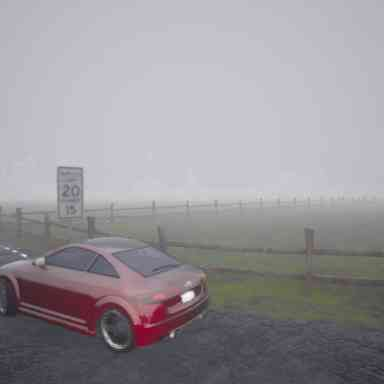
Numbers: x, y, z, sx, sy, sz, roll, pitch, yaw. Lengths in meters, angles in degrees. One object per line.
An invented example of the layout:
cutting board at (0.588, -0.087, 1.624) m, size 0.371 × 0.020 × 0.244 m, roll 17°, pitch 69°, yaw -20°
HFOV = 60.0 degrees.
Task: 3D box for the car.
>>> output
car at (-1.762, 1.546, 6.087) m, size 4.181 × 1.385 × 1.994 m, roll 0°, pitch 0°, yaw 31°
